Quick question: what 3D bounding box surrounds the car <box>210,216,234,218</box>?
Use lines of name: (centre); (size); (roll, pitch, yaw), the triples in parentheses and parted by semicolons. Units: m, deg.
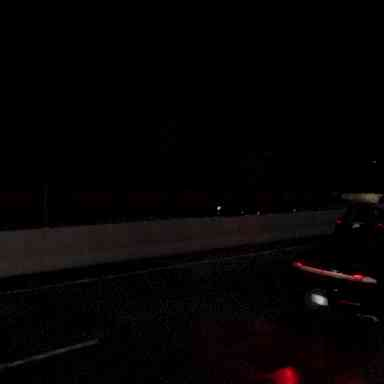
car: (3.252, 1.294, 27.830); (4.553, 1.767, 2.097); (0, 0, -36)

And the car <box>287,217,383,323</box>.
car: (3.991, 1.471, 6.633); (4.902, 1.511, 2.128); (0, 0, -35)

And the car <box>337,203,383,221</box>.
car: (7.917, 1.307, 13.704); (4.553, 1.767, 2.097); (0, 0, -35)

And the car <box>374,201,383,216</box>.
car: (18.831, 1.499, 30.717); (4.718, 1.301, 1.895); (0, 0, -39)

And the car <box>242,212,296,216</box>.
car: (5.902, 1.445, 25.418); (4.892, 1.490, 1.837); (0, 0, -36)
